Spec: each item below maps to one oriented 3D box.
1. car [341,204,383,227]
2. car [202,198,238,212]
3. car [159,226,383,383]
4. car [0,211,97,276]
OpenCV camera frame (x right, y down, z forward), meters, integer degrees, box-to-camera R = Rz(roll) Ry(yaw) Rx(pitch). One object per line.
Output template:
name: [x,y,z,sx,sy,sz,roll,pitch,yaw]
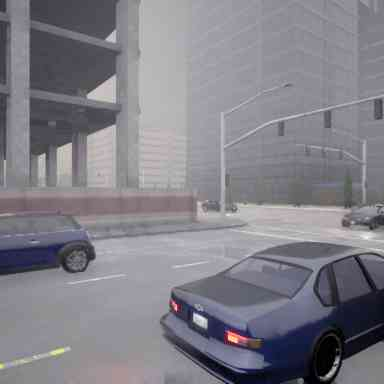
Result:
car: [11.284,1.525,20.914,4.674,1.442,1.812,0,0,-37]
car: [3.074,1.505,37.408,1.837,1.490,4.892,0,0,-36]
car: [2.149,1.547,5.324,5.357,1.411,2.033,0,0,-35]
car: [-5.054,1.352,8.994,4.553,1.767,2.097,0,0,-36]
